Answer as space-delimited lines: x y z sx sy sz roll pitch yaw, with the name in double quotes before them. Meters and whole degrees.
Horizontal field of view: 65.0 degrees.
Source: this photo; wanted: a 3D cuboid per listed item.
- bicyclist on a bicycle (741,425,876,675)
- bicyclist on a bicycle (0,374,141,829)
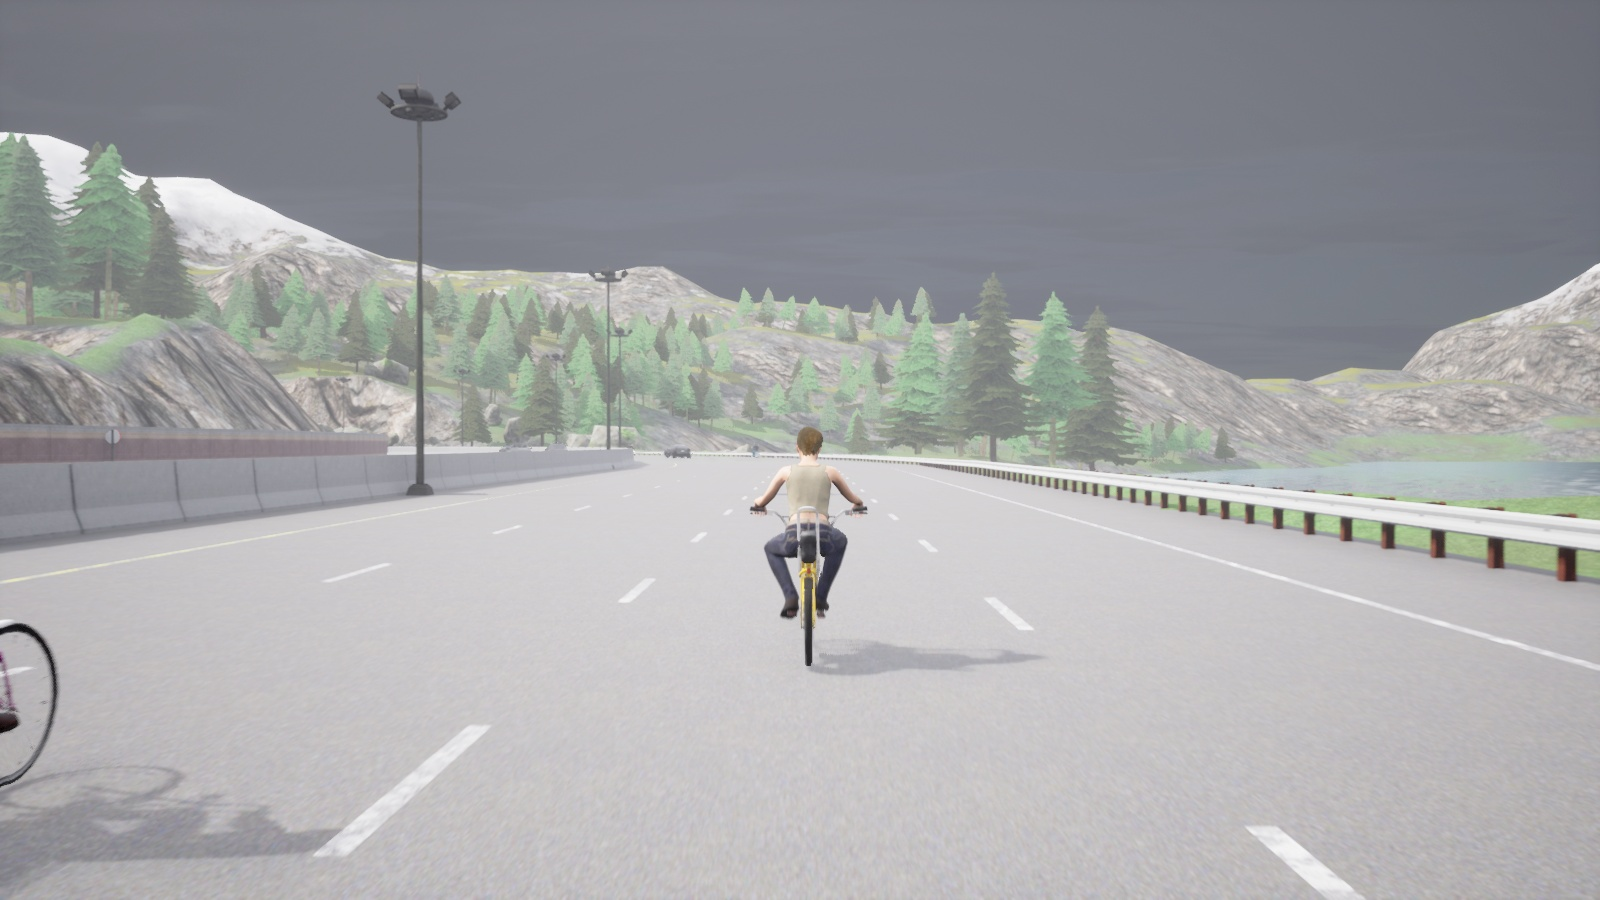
"bicyclist on a bicycle" 0.061 0.643 8.859 0.866 1.612 1.509 0 0 1
"bicyclist on a bicycle" -3.456 0.591 5.021 0.659 1.776 1.843 0 0 0
